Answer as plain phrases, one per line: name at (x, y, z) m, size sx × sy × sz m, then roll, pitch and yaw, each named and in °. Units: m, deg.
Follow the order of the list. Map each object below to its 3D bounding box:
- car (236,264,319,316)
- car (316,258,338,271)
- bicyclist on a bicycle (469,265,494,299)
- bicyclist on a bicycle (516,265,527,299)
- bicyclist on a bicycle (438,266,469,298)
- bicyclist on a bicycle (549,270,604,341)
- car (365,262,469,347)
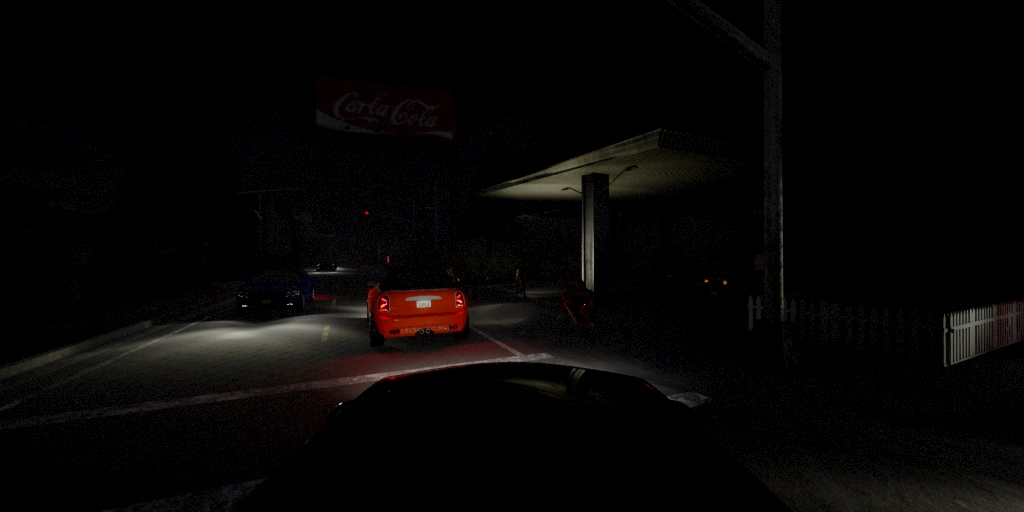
car at (-8.723, 1.192, 13.559) m, size 1.882 × 1.535 × 5.008 m, roll 1°, pitch -1°, yaw -24°
car at (-24.188, 1.106, 46.702) m, size 2.097 × 1.767 × 4.553 m, roll 0°, pitch 0°, yaw -25°
bicyclist on a bicycle at (-1.642, 1.296, 17.860) m, size 1.656 × 1.620 × 0.582 m, roll 1°, pitch 0°, yaw -22°
bicyclist on a bicycle at (0.464, 1.294, 18.014) m, size 0.582 × 1.620 × 1.656 m, roll 0°, pitch 0°, yaw 15°
bicyclist on a bicycle at (-2.924, 1.267, 16.453) m, size 1.656 × 1.620 × 0.582 m, roll 1°, pitch 0°, yaw 36°
bicyclist on a bicycle at (1.551, 1.188, 8.824) m, size 0.582 × 1.620 × 1.656 m, roll 3°, pitch -2°, yaw -44°
car at (-2.672, 1.022, 9.438) m, size 2.097 × 1.767 × 4.553 m, roll 0°, pitch 0°, yaw -23°
